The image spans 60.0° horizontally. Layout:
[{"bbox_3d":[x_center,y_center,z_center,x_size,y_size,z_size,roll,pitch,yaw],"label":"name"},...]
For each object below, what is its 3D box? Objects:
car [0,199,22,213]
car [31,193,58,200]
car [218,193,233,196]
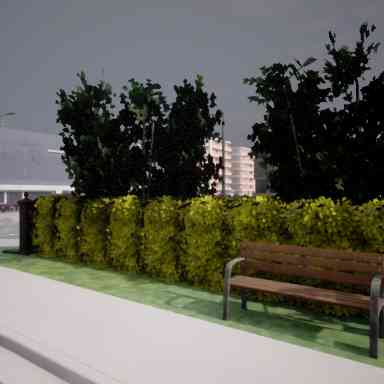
[{"bbox_3d":[-19.062,1.502,37.544,2.033,1.411,5.357,0,0,35],"label":"car"},{"bbox_3d":[-15.236,1.167,36.874,2.150,2.045,5.566,0,0,36],"label":"car"},{"bbox_3d":[5.431,0.959,53.823,1.882,1.535,5.008,0,2,35],"label":"car"}]
